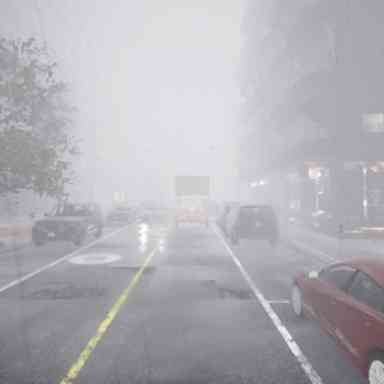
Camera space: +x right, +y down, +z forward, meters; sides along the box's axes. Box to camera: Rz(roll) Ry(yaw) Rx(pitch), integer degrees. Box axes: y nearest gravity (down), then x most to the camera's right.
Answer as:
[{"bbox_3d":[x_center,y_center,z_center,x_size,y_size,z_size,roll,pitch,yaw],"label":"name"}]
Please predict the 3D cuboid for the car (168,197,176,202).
[{"bbox_3d":[-5.679,2.175,95.112,1.802,1.307,4.206,1,0,0],"label":"car"}]

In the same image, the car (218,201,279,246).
[{"bbox_3d":[2.703,1.426,15.887,2.192,1.841,5.009,1,0,0],"label":"car"}]

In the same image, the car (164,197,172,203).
[{"bbox_3d":[-5.677,1.872,66.832,1.967,1.590,4.097,1,0,0],"label":"car"}]

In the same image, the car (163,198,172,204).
[{"bbox_3d":[-5.679,2.080,78.144,1.802,1.307,4.206,1,0,0],"label":"car"}]

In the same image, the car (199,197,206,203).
[{"bbox_3d":[2.701,2.144,89.421,1.802,1.307,4.206,1,0,0],"label":"car"}]

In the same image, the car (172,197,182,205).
[{"bbox_3d":[-2.999,1.967,68.894,1.812,1.442,4.674,0,0,0],"label":"car"}]

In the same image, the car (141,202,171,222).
[{"bbox_3d":[-3.099,1.795,28.285,1.895,1.301,4.718,0,0,0],"label":"car"}]

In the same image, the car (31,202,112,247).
[{"bbox_3d":[-5.677,1.426,15.920,2.192,1.841,5.009,1,0,0],"label":"car"}]

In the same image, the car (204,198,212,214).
[{"bbox_3d":[2.701,1.787,38.682,1.752,1.417,4.829,1,0,0],"label":"car"}]

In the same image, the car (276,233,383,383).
[{"bbox_3d":[2.724,1.578,4.574,1.887,1.381,4.507,1,0,0],"label":"car"}]

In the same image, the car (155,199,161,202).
[{"bbox_3d":[-5.679,1.841,44.202,1.887,1.381,4.507,1,0,0],"label":"car"}]

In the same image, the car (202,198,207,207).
[{"bbox_3d":[2.701,1.862,44.168,1.947,1.339,4.313,1,0,0],"label":"car"}]

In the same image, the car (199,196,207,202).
[{"bbox_3d":[2.701,1.964,61.138,1.947,1.339,4.313,1,0,0],"label":"car"}]

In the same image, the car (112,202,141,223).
[{"bbox_3d":[-5.679,1.732,27.232,1.887,1.381,4.507,1,0,0],"label":"car"}]

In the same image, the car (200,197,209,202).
[{"bbox_3d":[2.701,1.881,49.825,2.008,1.369,4.403,1,0,0],"label":"car"}]

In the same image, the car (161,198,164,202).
[{"bbox_3d":[-5.680,1.897,49.859,1.947,1.339,4.313,1,0,0],"label":"car"}]

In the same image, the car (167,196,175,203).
[{"bbox_3d":[-5.677,2.002,89.457,1.967,1.590,4.097,1,0,0],"label":"car"}]

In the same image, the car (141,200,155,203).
[{"bbox_3d":[-5.680,1.843,38.545,1.802,1.307,4.206,1,0,0],"label":"car"}]

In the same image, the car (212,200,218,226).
[{"bbox_3d":[2.704,1.464,21.544,2.192,1.841,5.009,1,0,0],"label":"car"}]

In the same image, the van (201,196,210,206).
[{"bbox_3d":[2.704,1.773,66.797,1.690,1.788,3.998,1,0,0],"label":"van"}]

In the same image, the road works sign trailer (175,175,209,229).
[{"bbox_3d":[0.001,0.624,23.114,2.380,3.560,2.880,0,0,0],"label":"road works sign trailer"}]
